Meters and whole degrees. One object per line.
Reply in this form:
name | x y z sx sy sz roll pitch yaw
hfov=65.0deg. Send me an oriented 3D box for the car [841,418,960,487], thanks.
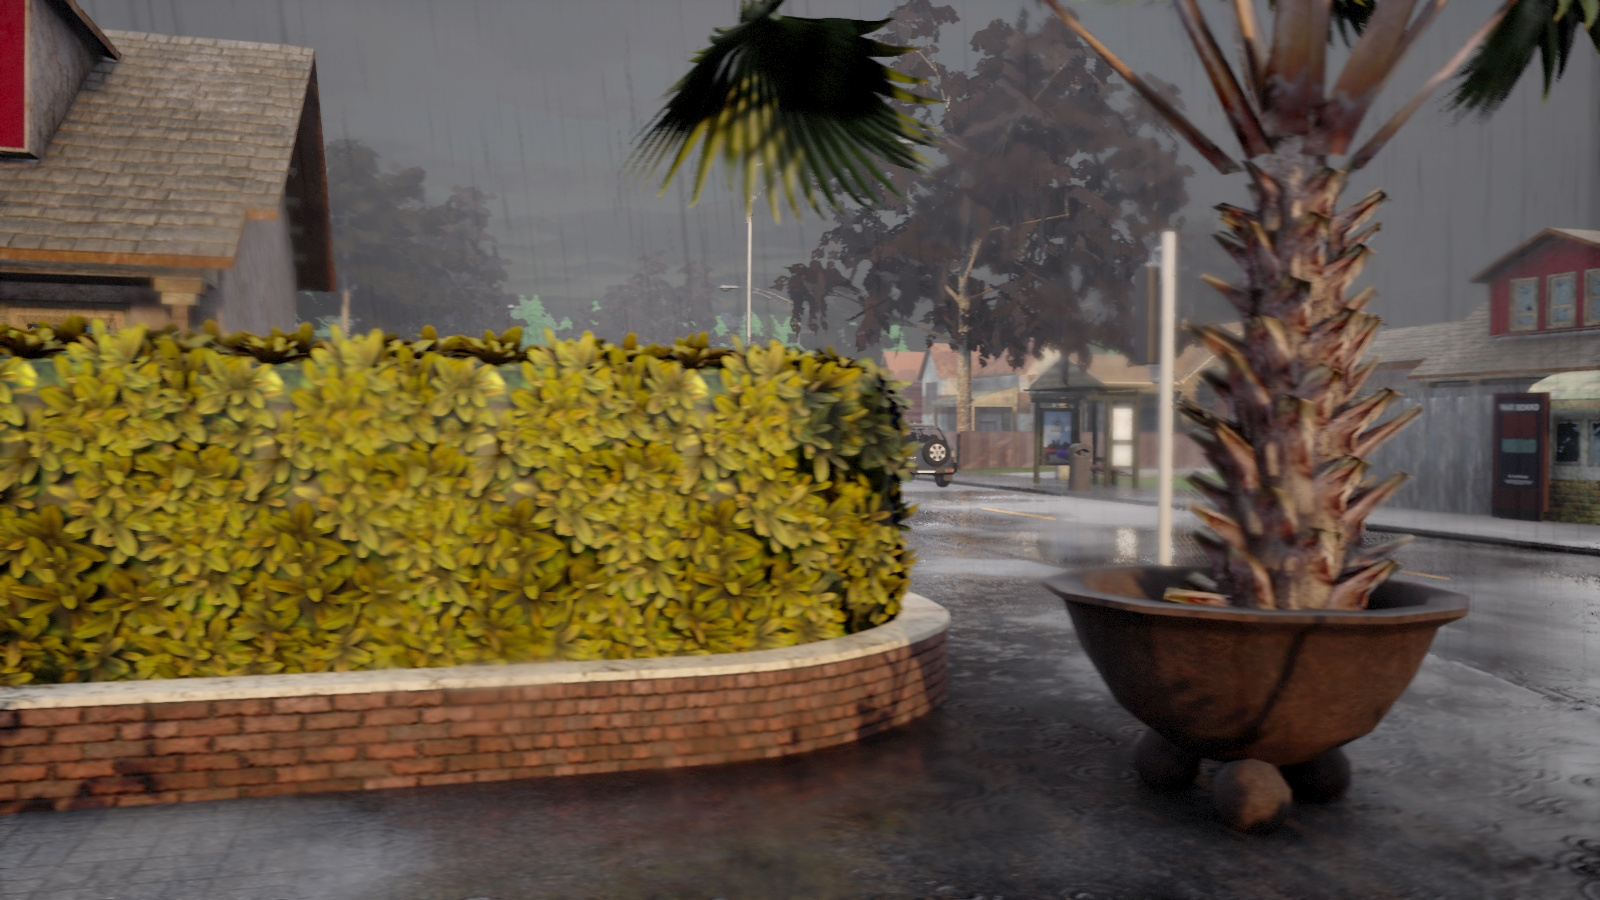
car | 2.820 0.032 36.339 1.932 1.855 4.605 -1 1 -16
